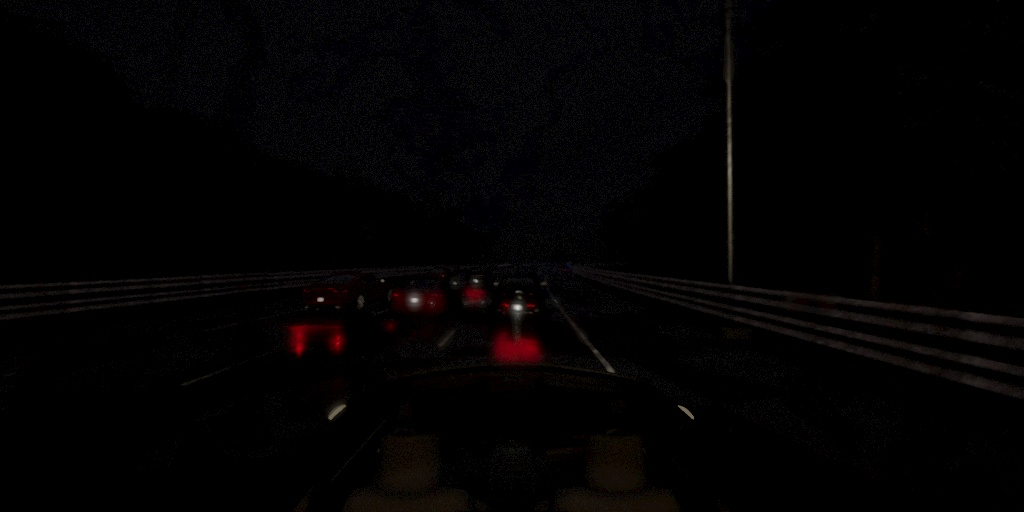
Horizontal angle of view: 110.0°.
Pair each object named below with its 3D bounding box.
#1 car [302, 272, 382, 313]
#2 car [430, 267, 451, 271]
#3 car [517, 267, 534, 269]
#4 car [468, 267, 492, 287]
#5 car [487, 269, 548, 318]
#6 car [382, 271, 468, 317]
[{"bbox_3d":[-6.645,1.409,15.130,1.882,1.535,5.008,0,0,3],"label":"car"},{"bbox_3d":[-5.846,1.662,29.584,1.812,1.442,4.674,0,-1,5],"label":"car"},{"bbox_3d":[1.089,1.626,28.494,1.837,1.490,4.892,0,0,5],"label":"car"},{"bbox_3d":[-2.406,1.629,28.705,1.837,1.490,4.892,0,0,5],"label":"car"},{"bbox_3d":[0.303,1.421,13.851,1.837,1.490,4.892,0,0,3],"label":"car"},{"bbox_3d":[-3.189,1.482,14.084,1.994,1.385,4.181,0,-1,3],"label":"car"}]
